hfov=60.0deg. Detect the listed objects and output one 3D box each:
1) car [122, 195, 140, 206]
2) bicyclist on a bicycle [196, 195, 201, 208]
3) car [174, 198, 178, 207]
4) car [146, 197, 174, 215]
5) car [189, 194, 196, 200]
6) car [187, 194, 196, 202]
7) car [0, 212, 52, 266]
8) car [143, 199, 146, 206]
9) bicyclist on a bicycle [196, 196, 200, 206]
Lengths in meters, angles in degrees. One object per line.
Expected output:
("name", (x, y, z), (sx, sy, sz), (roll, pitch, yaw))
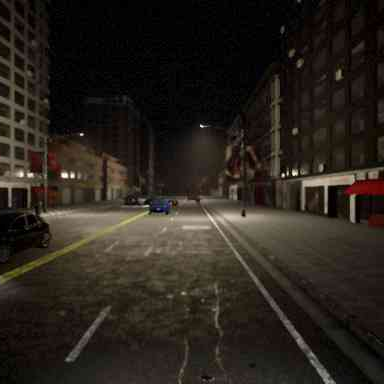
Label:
("car", (-9.798, 1.309, 53.503), (2.097, 1.767, 4.553), (0, 0, 1))
("bicyclist on a bicycle", (0.896, 1.335, 44.225), (0.659, 1.776, 1.843), (0, 0, 0))
("car", (-3.148, 1.559, 51.888), (1.895, 1.301, 4.718), (0, 0, 0))
("car", (-3.150, 1.450, 33.477), (1.882, 1.535, 5.008), (0, 0, 0))
("car", (0.004, 1.251, 91.940), (1.882, 1.535, 5.008), (0, 0, 0))
("car", (0.003, 1.275, 77.567), (2.097, 1.767, 4.553), (0, 0, 0))
("car", (-6.600, 1.495, 11.611), (1.837, 1.490, 4.892), (0, 0, 0))
("car", (-6.550, 1.520, 53.329), (1.994, 1.385, 4.181), (0, 0, 1))
("bicyclist on a bicycle", (0.896, 1.410, 53.286), (0.582, 1.620, 1.656), (0, 0, 0))
